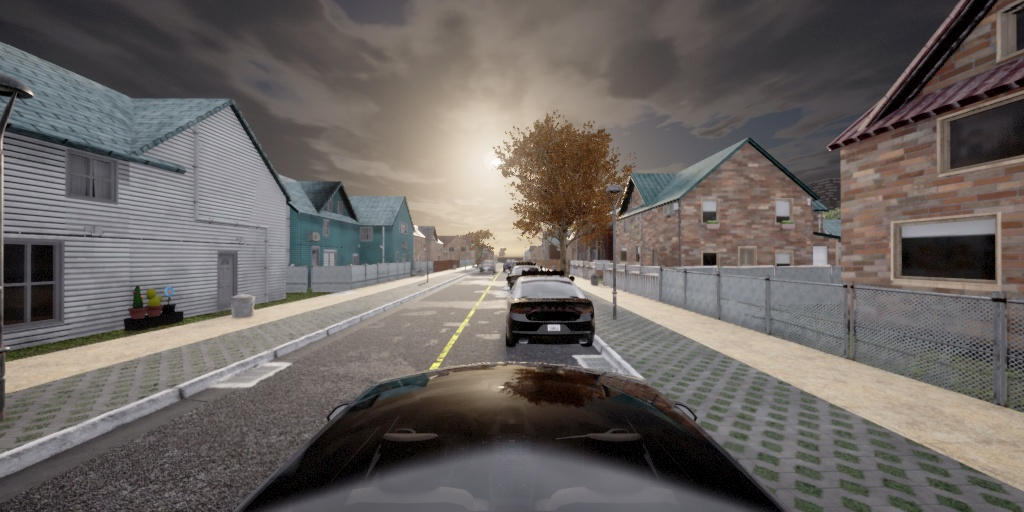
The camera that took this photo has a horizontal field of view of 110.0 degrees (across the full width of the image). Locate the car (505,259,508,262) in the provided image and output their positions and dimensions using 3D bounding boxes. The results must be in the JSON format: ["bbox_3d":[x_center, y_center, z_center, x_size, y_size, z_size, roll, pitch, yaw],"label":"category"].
[{"bbox_3d":[0.733,1.112,25.336,2.097,1.767,4.553,0,0,0],"label":"car"}]

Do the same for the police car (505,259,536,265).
[{"bbox_3d":[0.757,1.183,19.476,1.930,1.638,5.238,0,0,0],"label":"police car"}]

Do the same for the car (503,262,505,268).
[{"bbox_3d":[-0.141,1.211,49.073,2.097,1.767,4.553,0,0,0],"label":"car"}]

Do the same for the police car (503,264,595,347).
[{"bbox_3d":[0.796,1.178,9.476,1.930,1.638,5.238,0,0,0],"label":"police car"}]

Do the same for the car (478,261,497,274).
[{"bbox_3d":[-2.910,1.316,42.997,2.128,1.511,4.902,0,0,0],"label":"car"}]
